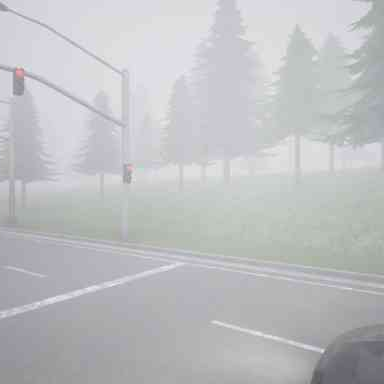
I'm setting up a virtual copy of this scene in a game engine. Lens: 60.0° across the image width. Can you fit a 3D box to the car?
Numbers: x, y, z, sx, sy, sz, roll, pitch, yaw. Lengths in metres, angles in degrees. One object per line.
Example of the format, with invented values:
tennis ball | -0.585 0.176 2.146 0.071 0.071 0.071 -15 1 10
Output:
car | 3.161 1.505 1.732 4.892 1.490 1.837 0 0 35
